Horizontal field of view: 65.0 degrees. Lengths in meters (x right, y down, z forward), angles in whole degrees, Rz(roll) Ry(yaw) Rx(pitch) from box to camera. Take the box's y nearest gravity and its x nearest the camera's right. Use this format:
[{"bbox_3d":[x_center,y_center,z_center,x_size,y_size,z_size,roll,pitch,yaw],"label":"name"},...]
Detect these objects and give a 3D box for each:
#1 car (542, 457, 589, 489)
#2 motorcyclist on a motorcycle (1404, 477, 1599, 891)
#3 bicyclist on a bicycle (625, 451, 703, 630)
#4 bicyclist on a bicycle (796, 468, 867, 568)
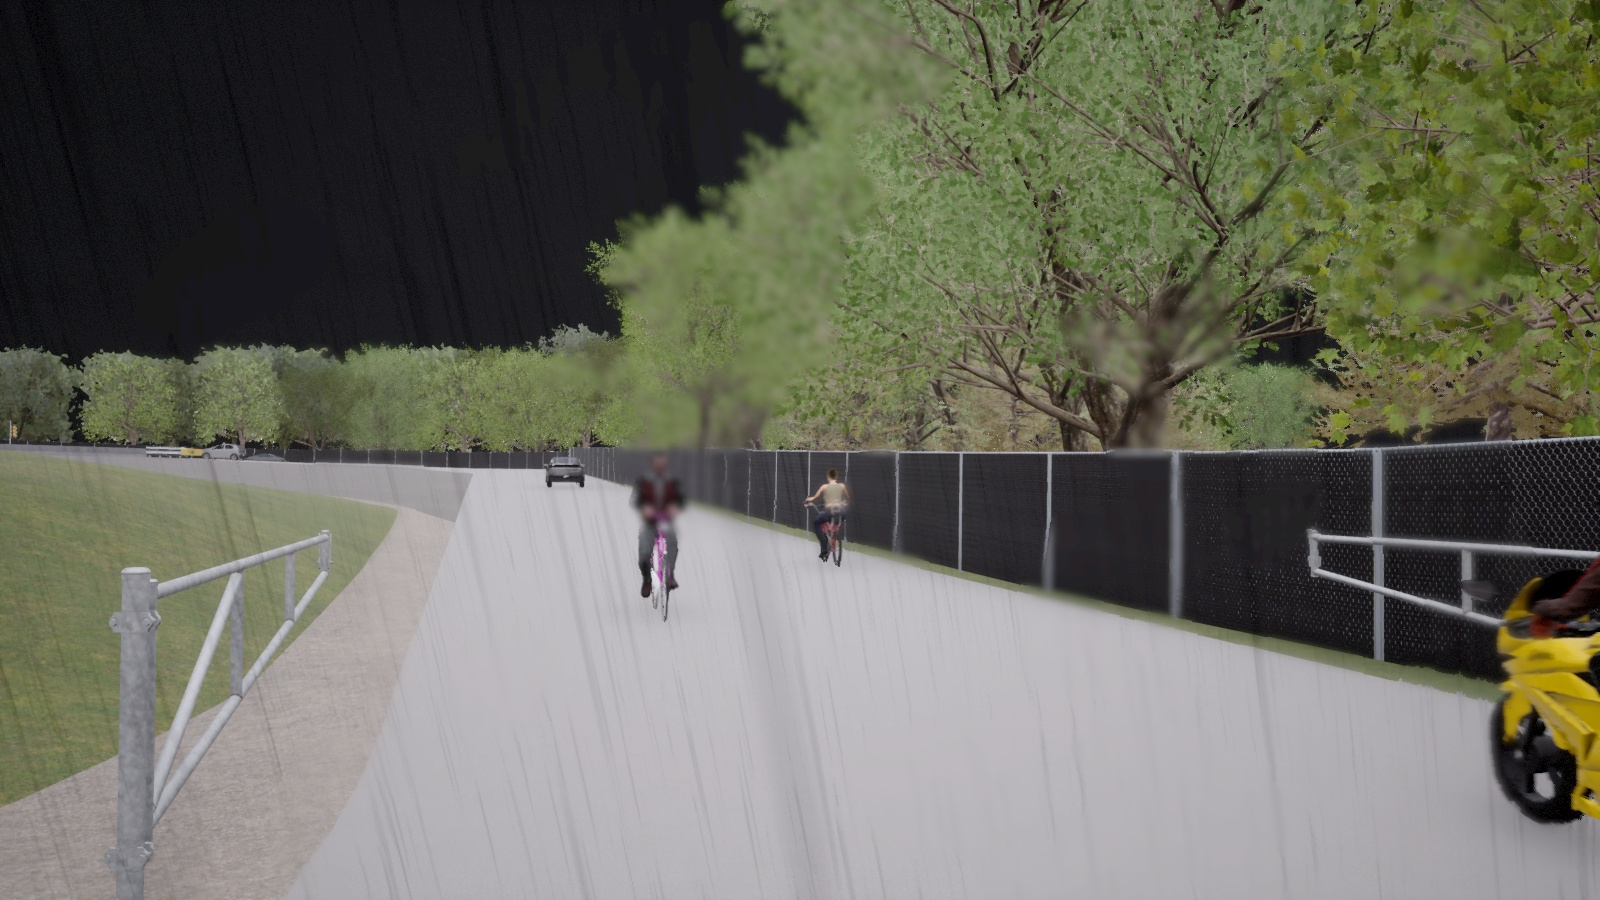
[{"bbox_3d":[-11.900,1.141,63.514,2.128,1.511,4.902,0,0,-13],"label":"car"},{"bbox_3d":[3.336,0.873,4.933,0.797,1.523,2.044,0,-1,-4],"label":"motorcyclist on a motorcycle"},{"bbox_3d":[-1.483,0.918,13.450,0.659,1.776,1.843,0,-1,-11],"label":"bicyclist on a bicycle"},{"bbox_3d":[0.513,1.101,20.978,0.866,1.612,1.509,0,-1,-12],"label":"bicyclist on a bicycle"}]
